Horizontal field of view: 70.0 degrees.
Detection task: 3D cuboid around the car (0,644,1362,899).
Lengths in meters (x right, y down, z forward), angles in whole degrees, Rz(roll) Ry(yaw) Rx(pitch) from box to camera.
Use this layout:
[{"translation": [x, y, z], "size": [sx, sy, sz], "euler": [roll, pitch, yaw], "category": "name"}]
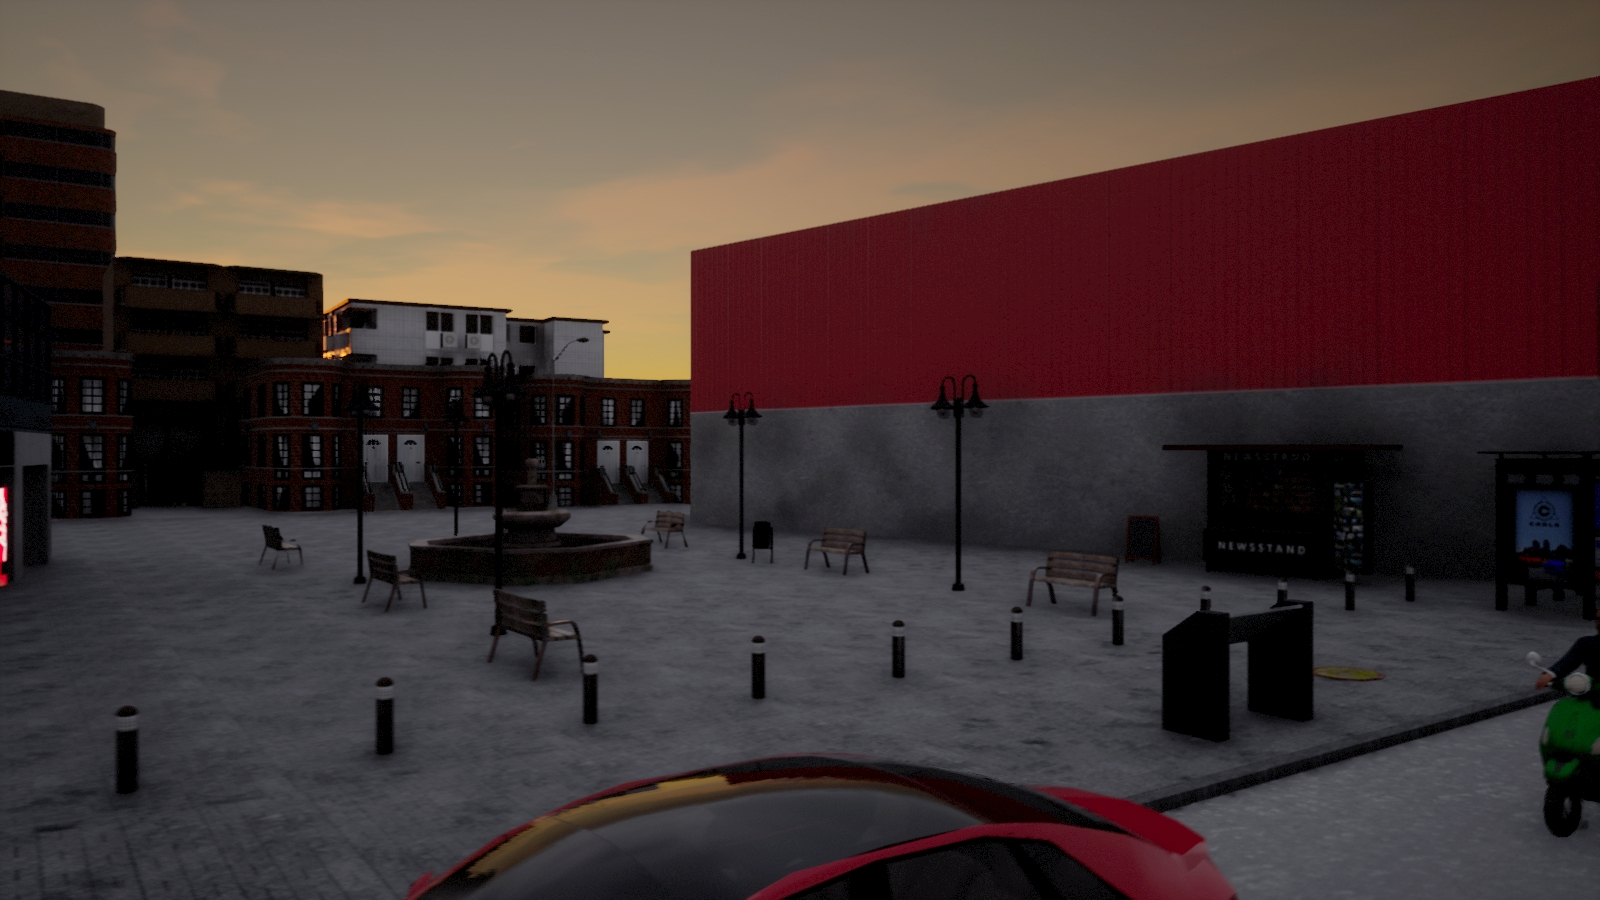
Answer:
[{"translation": [-0.356, 1.841, 4.160], "size": [4.892, 1.480, 2.231], "euler": [0, 0, -35], "category": "car"}]
